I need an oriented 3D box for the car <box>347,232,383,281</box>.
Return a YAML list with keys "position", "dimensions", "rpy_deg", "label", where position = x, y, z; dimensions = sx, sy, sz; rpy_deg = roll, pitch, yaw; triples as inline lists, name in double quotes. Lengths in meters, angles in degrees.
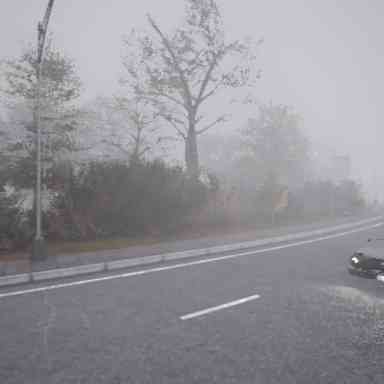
- position: [6.343, 1.546, 9.172]
  dimensions: [5.357, 1.411, 2.033]
  rpy_deg: [0, 0, -40]
  label: "car"
